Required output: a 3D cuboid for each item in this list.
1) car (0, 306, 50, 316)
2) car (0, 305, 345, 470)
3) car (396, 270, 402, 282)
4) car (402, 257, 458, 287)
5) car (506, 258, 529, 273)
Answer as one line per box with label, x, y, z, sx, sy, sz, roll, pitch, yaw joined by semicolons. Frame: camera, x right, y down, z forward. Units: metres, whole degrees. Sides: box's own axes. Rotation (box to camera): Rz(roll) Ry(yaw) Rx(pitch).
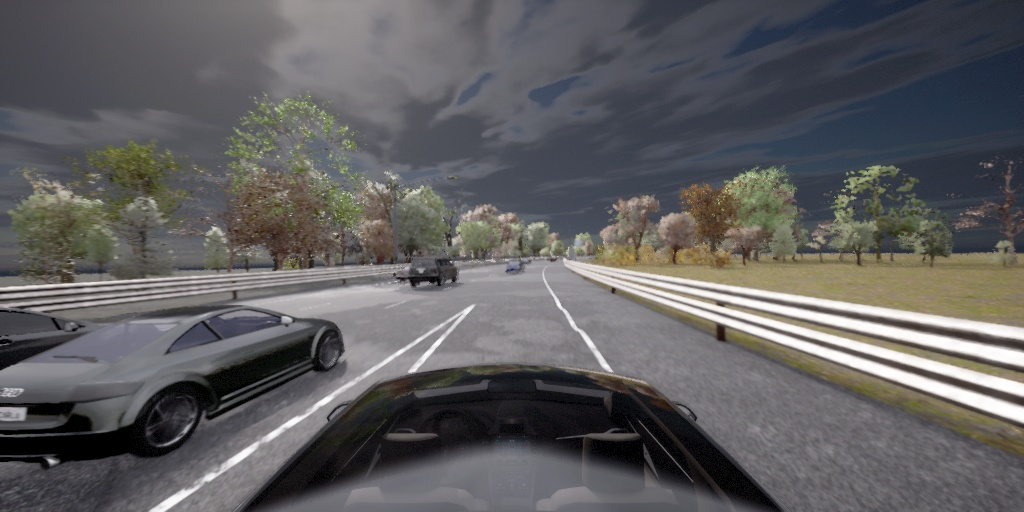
car;-7.913;1.431;4.980;1.837;1.490;4.892;-2;0;6
car;-4.365;1.401;5.262;1.994;1.385;4.181;-1;0;6
car;-8.325;1.490;31.589;2.033;1.411;5.357;-1;0;8
car;-5.552;1.092;25.891;2.150;2.045;5.566;-1;0;7
car;0.473;1.275;43.669;2.033;1.411;5.357;-1;0;9
